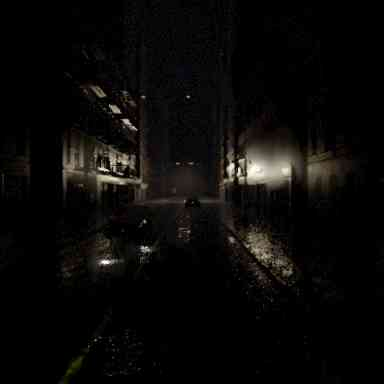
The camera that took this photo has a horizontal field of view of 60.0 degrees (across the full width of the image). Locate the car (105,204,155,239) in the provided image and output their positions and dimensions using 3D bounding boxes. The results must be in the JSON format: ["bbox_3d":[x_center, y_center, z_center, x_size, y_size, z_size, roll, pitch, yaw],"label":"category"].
[{"bbox_3d":[-2.998,1.395,16.890,1.882,1.535,5.008,0,0,0],"label":"car"}]

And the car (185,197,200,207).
[{"bbox_3d":[0.107,1.350,45.443,1.994,1.385,4.181,0,0,0],"label":"car"}]
